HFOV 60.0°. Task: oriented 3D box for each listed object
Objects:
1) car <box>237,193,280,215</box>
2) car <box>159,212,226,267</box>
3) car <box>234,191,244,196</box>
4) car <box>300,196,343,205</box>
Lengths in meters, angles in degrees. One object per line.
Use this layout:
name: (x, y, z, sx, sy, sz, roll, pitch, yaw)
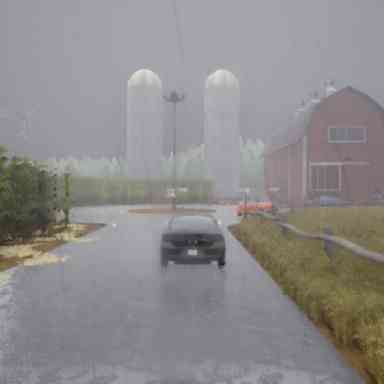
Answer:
car: (5.627, 1.092, 27.707, 2.097, 1.767, 4.553, 0, 1, 38)
car: (0.029, 1.396, 11.156, 1.882, 1.535, 5.008, 0, 1, 0)
car: (12.568, 0.437, 89.700, 1.994, 1.381, 4.181, 0, 1, -1)
car: (14.489, 1.157, 37.156, 4.674, 1.442, 1.812, 0, 1, 0)
